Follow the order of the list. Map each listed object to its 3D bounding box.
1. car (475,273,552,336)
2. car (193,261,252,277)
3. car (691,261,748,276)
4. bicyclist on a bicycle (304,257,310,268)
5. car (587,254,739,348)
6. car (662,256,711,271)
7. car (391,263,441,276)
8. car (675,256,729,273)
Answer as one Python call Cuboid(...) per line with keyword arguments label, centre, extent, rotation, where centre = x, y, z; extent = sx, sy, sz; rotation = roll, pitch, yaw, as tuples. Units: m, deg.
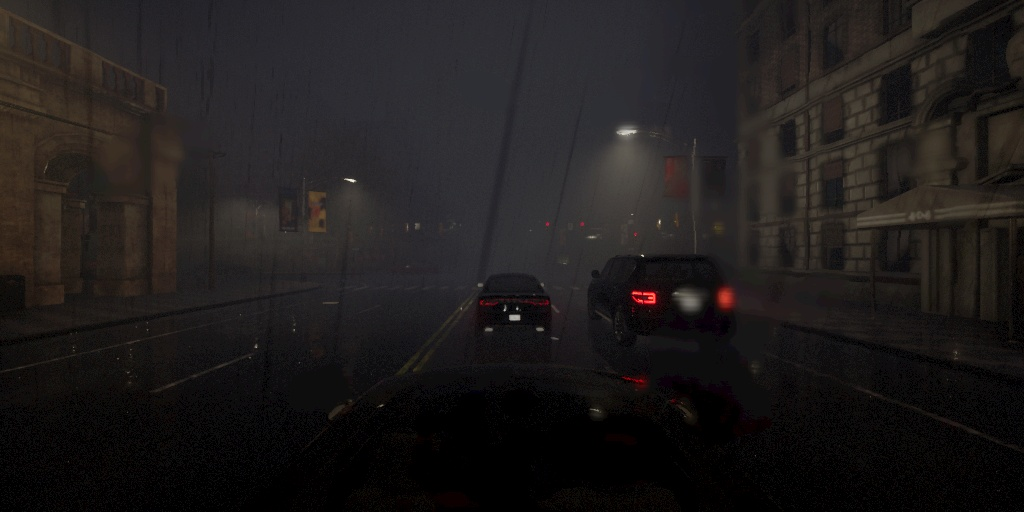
Cuboid(label="car", centre=(-0.011, 1.228, 10.494), extent=(1.882, 1.535, 5.008), rotation=(0, 0, -2))
Cuboid(label="car", centre=(-28.819, 1.228, 35.762), extent=(5.008, 1.535, 1.882), rotation=(0, 0, 0))
Cuboid(label="car", centre=(20.840, 1.275, 36.078), extent=(4.674, 1.442, 1.812), rotation=(0, 0, 0))
Cuboid(label="bicyclist on a bicycle", centre=(-31.577, 1.050, 55.228), extent=(0.582, 1.620, 1.656), rotation=(0, 0, 0))
Cuboid(label="car", centre=(3.455, 0.971, 9.415), extent=(2.150, 2.045, 5.566), rotation=(0, 0, 2))
Cuboid(label="car", centre=(23.182, 0.971, 47.781), extent=(5.566, 2.045, 2.150), rotation=(0, 0, 0))
Cuboid(label="car", centre=(-9.486, 1.351, 35.885), extent=(4.718, 1.301, 1.895), rotation=(0, 0, 0))
Cuboid(label="car", centre=(23.387, 0.971, 44.270), extent=(5.566, 2.045, 2.150), rotation=(0, 0, 1))
